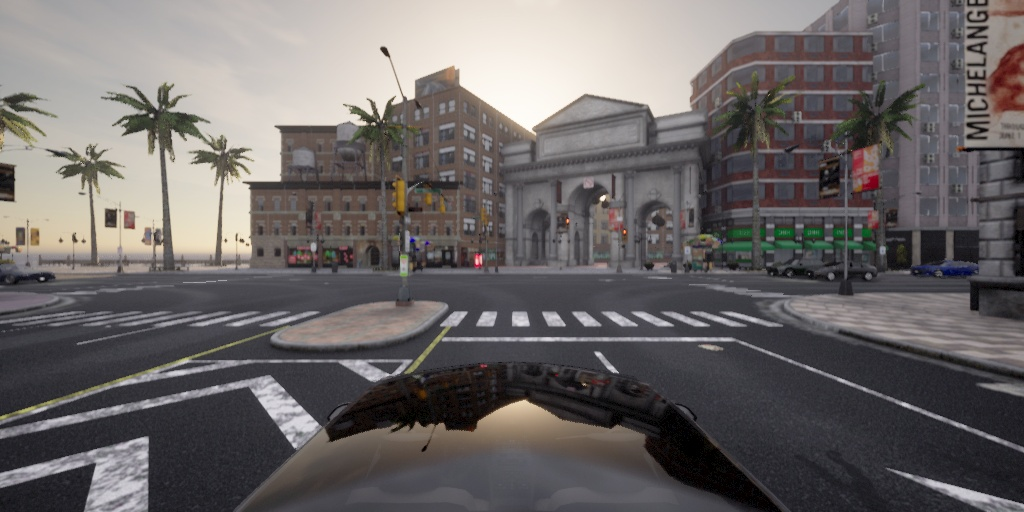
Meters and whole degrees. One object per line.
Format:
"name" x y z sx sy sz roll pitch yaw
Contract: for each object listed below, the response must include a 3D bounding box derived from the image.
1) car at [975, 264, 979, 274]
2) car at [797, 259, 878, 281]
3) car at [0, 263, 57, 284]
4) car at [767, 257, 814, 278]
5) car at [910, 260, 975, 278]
"car" 40.460 1.148 28.187 5.008 1.535 1.882 -1 0 4
"car" 26.104 1.173 28.547 4.892 1.490 1.837 0 0 1
"car" -35.828 1.225 25.336 5.357 1.411 2.033 0 0 0
"car" 25.505 1.011 32.049 4.553 1.767 2.097 0 0 1
"car" 38.501 1.137 31.760 5.008 1.535 1.882 0 0 3
